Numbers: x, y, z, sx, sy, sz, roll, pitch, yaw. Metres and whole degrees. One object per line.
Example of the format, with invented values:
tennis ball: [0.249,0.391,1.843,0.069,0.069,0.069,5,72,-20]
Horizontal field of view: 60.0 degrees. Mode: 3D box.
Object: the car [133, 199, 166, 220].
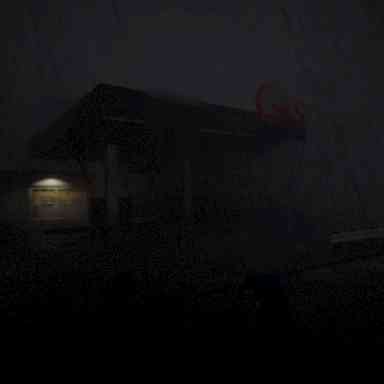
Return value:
car: [-3.914,1.343,26.125,3.633,1.501,1.845,0,0,-35]
